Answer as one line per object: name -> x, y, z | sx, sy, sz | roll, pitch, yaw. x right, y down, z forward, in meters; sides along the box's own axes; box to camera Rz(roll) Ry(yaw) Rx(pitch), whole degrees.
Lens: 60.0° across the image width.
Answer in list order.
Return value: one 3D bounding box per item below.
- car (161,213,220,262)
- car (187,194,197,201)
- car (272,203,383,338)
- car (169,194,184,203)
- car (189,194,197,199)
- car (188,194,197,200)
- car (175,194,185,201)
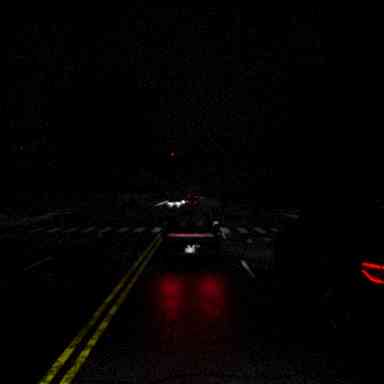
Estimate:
car -> -0.017, 1.501, 12.180 | 2.128, 1.511, 4.902 | 0, 0, 1
car -> 0.076, 1.118, 68.124 | 1.812, 1.442, 4.674 | 0, -1, 1
car -> 3.259, 1.225, 6.755 | 2.150, 2.045, 5.566 | 0, 0, 0
car -> -2.878, 1.176, 57.165 | 1.994, 1.385, 4.181 | 0, 0, 1
car -> 0.326, 1.065, 87.378 | 1.895, 1.301, 4.718 | 0, 0, 1
car -> 0.205, 1.138, 78.134 | 1.994, 1.385, 4.181 | 0, 0, 1
car -> -2.627, 1.181, 72.056 | 1.895, 1.301, 4.718 | 0, 0, 1
